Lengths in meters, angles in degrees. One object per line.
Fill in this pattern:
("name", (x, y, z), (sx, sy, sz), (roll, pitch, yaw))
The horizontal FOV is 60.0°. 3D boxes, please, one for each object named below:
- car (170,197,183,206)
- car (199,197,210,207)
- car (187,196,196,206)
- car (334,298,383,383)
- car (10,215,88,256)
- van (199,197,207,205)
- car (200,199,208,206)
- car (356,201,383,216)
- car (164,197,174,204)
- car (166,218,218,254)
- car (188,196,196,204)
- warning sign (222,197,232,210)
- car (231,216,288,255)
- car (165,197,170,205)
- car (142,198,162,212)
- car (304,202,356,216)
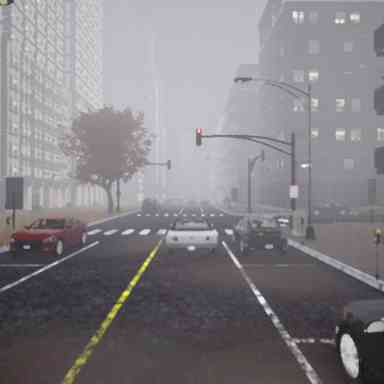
("car", (-3.040, 2.090, 71.941), (2.097, 1.767, 4.553), (0, -1, 0))
("car", (2.651, 2.260, 68.196), (1.947, 1.339, 4.313), (0, -1, 0))
("car", (-0.042, 2.268, 73.760), (2.033, 1.411, 5.357), (0, -1, 0))
("car", (2.688, 1.577, 2.655), (2.008, 1.369, 4.403), (0, -1, 0))
("car", (-5.699, 1.676, 13.716), (1.887, 1.381, 4.507), (0, -1, 0))
("van", (2.644, 2.157, 79.244), (1.690, 1.788, 3.998), (0, -1, 0))
("car", (2.648, 2.282, 73.889), (1.752, 1.417, 4.829), (0, -1, 0))
("car", (18.804, 1.567, 33.192), (4.829, 1.417, 1.752), (-1, 0, -1))
("car", (-5.740, 2.193, 84.762), (2.192, 1.841, 5.009), (0, -1, 0))
("car", (-0.001, 1.737, 14.108), (1.895, 1.301, 4.718), (0, -1, 0))
("car", (-0.048, 1.966, 85.882), (2.150, 2.045, 5.566), (0, -1, 0))
("warning sign", (5.042, 1.598, 48.237), (1.300, 1.860, 1.060), (0, -1, 0))
("car", (2.681, 1.683, 13.720), (2.008, 1.369, 4.403), (0, -1, 0))
("car", (-5.736, 2.381, 79.238), (1.947, 1.339, 4.313), (0, -1, 0))
("car", (-5.718, 1.775, 46.104), (2.192, 1.841, 5.009), (0, -1, 0))
("car", (13.407, 1.666, 33.133), (4.403, 1.369, 2.008), (-1, 0, -1))
